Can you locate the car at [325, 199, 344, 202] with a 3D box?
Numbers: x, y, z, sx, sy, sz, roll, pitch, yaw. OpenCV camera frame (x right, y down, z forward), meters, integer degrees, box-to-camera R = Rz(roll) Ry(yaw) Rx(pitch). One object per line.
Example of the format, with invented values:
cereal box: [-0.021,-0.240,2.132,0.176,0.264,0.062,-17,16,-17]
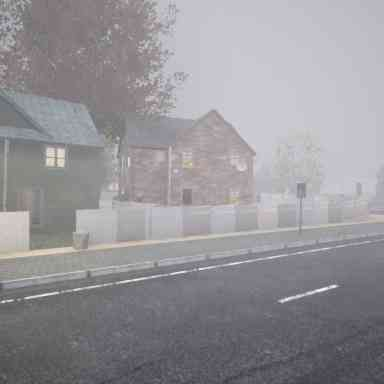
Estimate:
car: [15.592,1.178,36.547,2.128,1.511,4.902,1,0,-20]

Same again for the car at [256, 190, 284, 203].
car: [11.387,0.712,48.210,2.150,2.045,5.566,1,1,-20]

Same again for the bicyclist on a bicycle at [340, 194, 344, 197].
bicyclist on a bicycle: [19.456,1.035,43.118,1.656,1.620,0.582,1,0,-20]
